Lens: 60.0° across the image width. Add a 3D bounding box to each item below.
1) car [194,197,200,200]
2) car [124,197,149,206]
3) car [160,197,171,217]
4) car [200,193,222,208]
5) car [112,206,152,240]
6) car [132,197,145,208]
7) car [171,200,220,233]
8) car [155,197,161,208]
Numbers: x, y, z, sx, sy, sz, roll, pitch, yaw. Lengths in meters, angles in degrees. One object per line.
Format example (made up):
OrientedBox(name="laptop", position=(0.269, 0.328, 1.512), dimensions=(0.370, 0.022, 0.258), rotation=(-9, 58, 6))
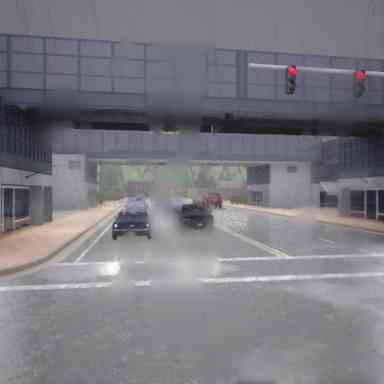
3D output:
OrientedBox(name="car", position=(1.300, 1.559, 58.951), dimensions=(1.994, 1.385, 4.181), rotation=(0, 0, -9))
OrientedBox(name="car", position=(-4.815, 1.476, 28.814), dimensions=(1.882, 1.535, 5.008), rotation=(0, 0, -9))
OrientedBox(name="car", position=(-1.622, 1.476, 31.090), dimensions=(1.882, 1.535, 5.008), rotation=(0, 1, -9))
OrientedBox(name="car", position=(2.939, 1.217, 48.519), dimensions=(2.150, 2.045, 5.566), rotation=(0, 0, -6))
OrientedBox(name="car", position=(-3.034, 1.600, 17.159), dimensions=(1.895, 1.301, 4.718), rotation=(0, 0, -9))
OrientedBox(name="car", position=(-7.900, 1.474, 49.511), dimensions=(1.882, 1.535, 5.008), rotation=(0, 0, -8))
OrientedBox(name="car", position=(0.044, 1.476, 20.174), dimensions=(1.882, 1.535, 5.008), rotation=(0, 0, -9))
OrientedBox(name="car", position=(-4.257, 1.503, 48.736), dimensions=(1.837, 1.490, 4.892), rotation=(0, 0, -8))
